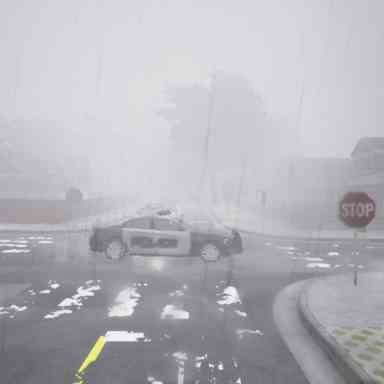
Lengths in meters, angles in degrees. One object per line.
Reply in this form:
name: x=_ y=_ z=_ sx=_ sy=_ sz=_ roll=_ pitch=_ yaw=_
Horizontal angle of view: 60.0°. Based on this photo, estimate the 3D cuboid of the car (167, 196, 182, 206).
car: x=-2.630 y=1.301 z=50.661 sx=1.895 sy=1.301 sz=4.718 roll=0 pitch=1 yaw=0

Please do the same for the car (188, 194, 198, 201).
car: x=0.264 y=1.073 z=66.777 sx=1.994 sy=1.385 sz=4.181 roll=0 pitch=1 yaw=0

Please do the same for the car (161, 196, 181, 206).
car: x=-2.704 y=1.330 z=36.491 sx=2.128 sy=1.511 sz=4.902 roll=0 pitch=0 yaw=0

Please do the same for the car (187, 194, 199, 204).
car: x=0.222 y=1.115 z=56.356 sx=1.882 sy=1.535 sz=5.008 roll=0 pitch=1 yaw=0

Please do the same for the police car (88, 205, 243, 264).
police car: x=-0.899 y=1.453 z=11.585 sx=5.238 sy=1.638 sz=1.930 roll=1 pitch=0 yaw=1

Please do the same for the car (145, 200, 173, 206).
car: x=-2.803 y=1.530 z=24.673 sx=1.895 sy=1.301 sz=4.718 roll=0 pitch=0 yaw=2
